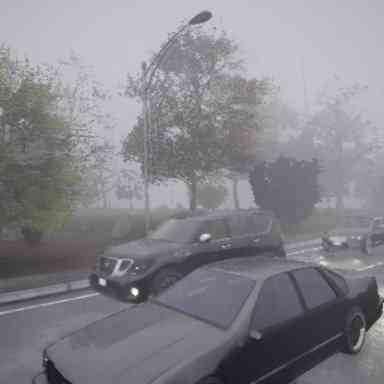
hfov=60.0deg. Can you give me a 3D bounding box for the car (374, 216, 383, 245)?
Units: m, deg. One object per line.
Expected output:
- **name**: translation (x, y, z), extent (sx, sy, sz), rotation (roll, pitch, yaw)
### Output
- **car**: translation (8.548, 1.422, 11.288), extent (5.566, 2.045, 2.150), rotation (0, -3, -41)

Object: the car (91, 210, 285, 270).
- **car**: translation (0.228, 1.546, 8.781), extent (5.566, 2.045, 2.150), rotation (0, -3, -40)

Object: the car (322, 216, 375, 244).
- **car**: translation (7.769, 1.856, 15.230), extent (4.902, 1.511, 2.128), rotation (0, -3, -41)

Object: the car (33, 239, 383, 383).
- **car**: translation (0.817, 1.710, 4.692), extent (5.357, 1.411, 2.033), rotation (0, -3, -40)
